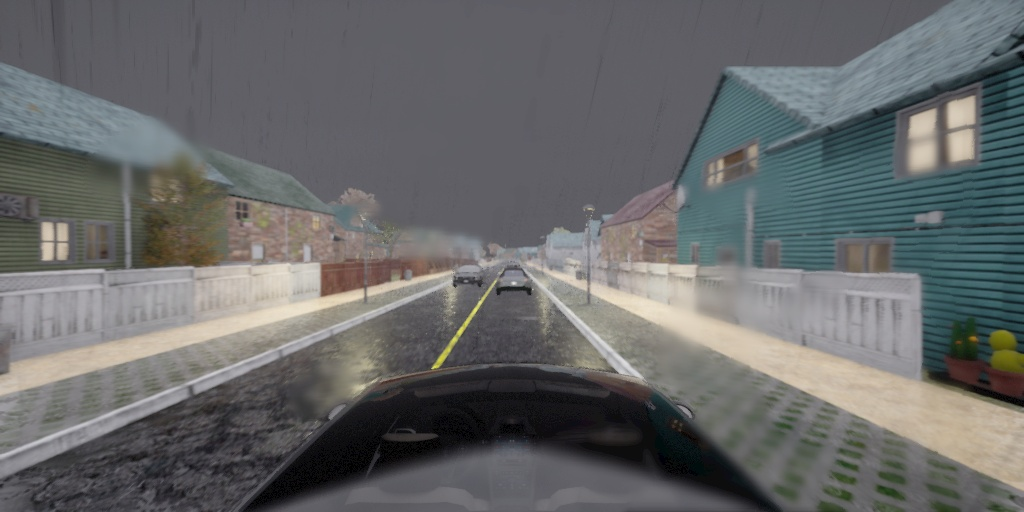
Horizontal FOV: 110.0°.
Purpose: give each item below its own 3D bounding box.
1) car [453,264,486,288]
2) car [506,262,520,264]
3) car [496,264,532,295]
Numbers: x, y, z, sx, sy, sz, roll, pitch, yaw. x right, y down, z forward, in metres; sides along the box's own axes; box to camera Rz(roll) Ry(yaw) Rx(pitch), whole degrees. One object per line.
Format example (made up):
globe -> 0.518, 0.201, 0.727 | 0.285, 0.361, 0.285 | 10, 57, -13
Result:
car -> -2.847, 1.304, 24.728 | 1.882, 1.535, 5.008 | 0, 0, 0
car -> 0.102, 1.364, 38.229 | 2.128, 1.511, 4.902 | 0, 0, 0
car -> 0.101, 1.377, 20.612 | 1.994, 1.385, 4.181 | 0, 0, 0
